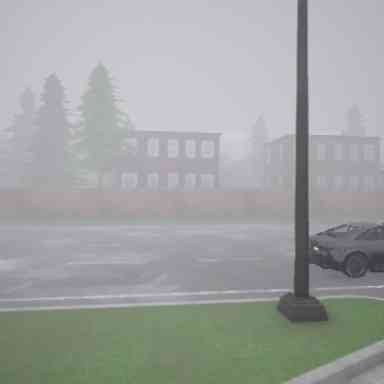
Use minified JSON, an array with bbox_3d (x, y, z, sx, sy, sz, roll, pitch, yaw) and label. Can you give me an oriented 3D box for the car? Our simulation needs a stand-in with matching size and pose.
[{"bbox_3d":[5.549,1.588,9.780,4.181,1.385,1.994,0,0,-8],"label":"car"}]
